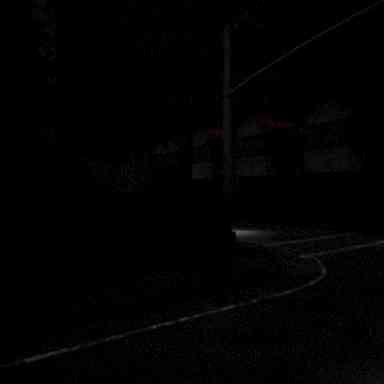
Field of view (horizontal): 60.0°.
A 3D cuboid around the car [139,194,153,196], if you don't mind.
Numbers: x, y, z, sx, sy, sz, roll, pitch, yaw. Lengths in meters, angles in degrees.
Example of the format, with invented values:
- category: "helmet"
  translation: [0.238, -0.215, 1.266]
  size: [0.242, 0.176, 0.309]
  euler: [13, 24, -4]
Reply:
- category: "car"
  translation: [-9.876, 1.538, 77.958]
  size: [4.514, 1.523, 2.007]
  euler: [0, 0, -36]
